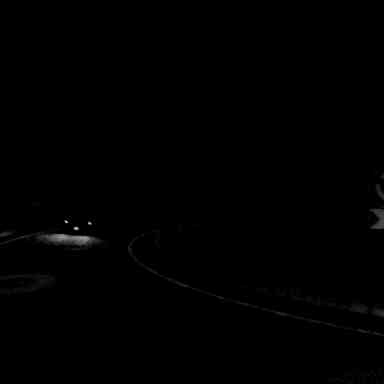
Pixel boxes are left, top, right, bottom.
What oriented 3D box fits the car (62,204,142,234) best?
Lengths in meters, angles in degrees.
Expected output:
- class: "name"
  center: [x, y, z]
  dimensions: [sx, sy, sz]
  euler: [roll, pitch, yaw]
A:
- class: "car"
  center: [-4.708, 1.381, 18.505]
  dimensions: [2.033, 1.411, 5.357]
  euler: [1, 0, 19]
